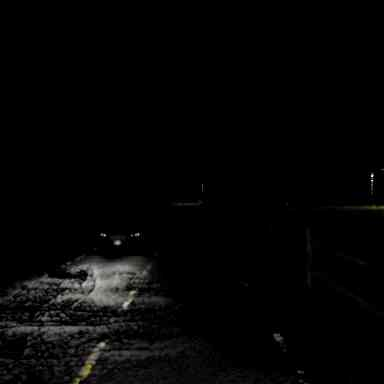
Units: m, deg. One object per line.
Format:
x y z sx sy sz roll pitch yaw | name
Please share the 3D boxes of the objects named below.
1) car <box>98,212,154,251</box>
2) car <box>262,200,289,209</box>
-2.846 1.700 15.168 2.128 1.511 4.902 0 -1 0 | car
15.322 2.243 61.345 4.892 1.490 1.837 0 -1 -5 | car
